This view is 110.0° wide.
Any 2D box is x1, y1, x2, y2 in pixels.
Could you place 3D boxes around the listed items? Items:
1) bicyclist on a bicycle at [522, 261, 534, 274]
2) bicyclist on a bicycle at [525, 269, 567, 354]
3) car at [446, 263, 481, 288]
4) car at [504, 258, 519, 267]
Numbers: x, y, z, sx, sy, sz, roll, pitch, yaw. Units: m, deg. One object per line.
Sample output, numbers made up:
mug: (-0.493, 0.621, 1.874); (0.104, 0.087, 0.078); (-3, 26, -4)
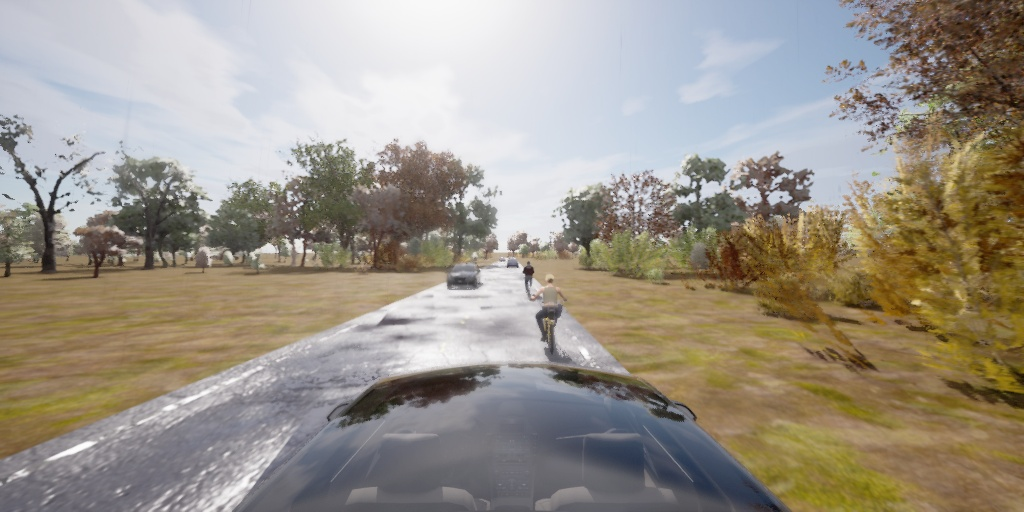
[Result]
bicyclist on a bicycle: (0.833, 1.118, 18.096); (0.659, 1.776, 1.843); (0, 0, 0)
bicyclist on a bicycle: (0.805, 1.186, 7.769); (0.866, 1.612, 1.509); (0, 0, 0)
car: (-3.090, 1.251, 23.648); (1.837, 1.490, 4.892); (0, 0, 0)
car: (0.127, 1.279, 62.503); (1.994, 1.385, 4.181); (0, 0, 0)
